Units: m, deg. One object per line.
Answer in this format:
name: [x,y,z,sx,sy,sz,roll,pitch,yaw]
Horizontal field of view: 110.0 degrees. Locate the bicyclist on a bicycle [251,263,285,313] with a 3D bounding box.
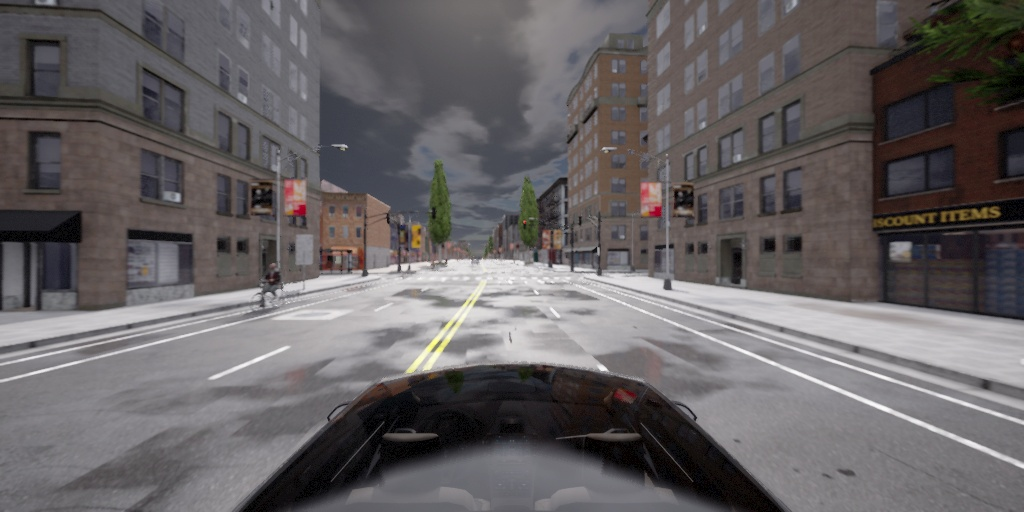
bicyclist on a bicycle: [-8.900,1.147,13.136,0.659,1.776,1.843,0,-2,-1]

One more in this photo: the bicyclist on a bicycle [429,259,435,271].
bicyclist on a bicycle: [-10.725,1.233,48.293,0.866,1.612,1.509,1,-1,-5]
